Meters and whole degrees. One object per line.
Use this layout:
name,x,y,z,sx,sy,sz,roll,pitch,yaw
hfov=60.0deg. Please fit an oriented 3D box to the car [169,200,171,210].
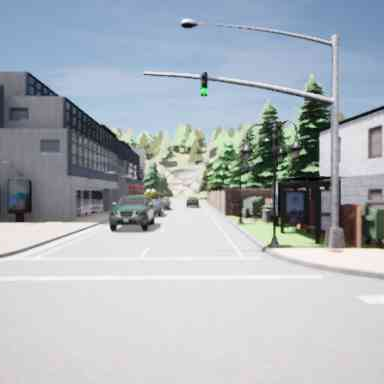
car,-3.592,1.434,41.252,2.128,1.511,4.902,0,0,0

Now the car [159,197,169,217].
car,-3.606,1.447,30.984,2.128,1.511,4.902,0,0,0

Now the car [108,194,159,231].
car,-3.605,1.189,20.934,2.150,2.045,5.566,0,0,0

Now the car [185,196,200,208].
car,0.088,1.449,47.798,1.837,1.490,4.892,0,0,0

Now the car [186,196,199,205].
car,0.077,1.478,58.219,2.033,1.411,5.357,0,0,0
